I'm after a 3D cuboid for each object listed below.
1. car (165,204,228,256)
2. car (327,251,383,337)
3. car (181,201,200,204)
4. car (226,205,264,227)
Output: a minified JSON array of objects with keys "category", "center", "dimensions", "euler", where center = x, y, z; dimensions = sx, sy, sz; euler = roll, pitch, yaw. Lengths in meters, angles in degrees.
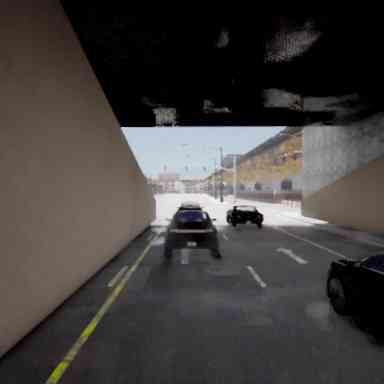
[{"category":"car","center":[-0.023,1.457,13.035],"dimensions":[2.128,1.511,4.902],"euler":[0,0,0]},{"category":"car","center":[3.501,1.470,4.540],"dimensions":[2.128,1.511,4.902],"euler":[0,0,1]},{"category":"car","center":[-0.114,1.442,24.122],"dimensions":[1.837,1.490,4.892],"euler":[0,0,-1]},{"category":"car","center":[3.404,1.535,22.295],"dimensions":[1.895,1.301,4.718],"euler":[0,0,-1]}]
